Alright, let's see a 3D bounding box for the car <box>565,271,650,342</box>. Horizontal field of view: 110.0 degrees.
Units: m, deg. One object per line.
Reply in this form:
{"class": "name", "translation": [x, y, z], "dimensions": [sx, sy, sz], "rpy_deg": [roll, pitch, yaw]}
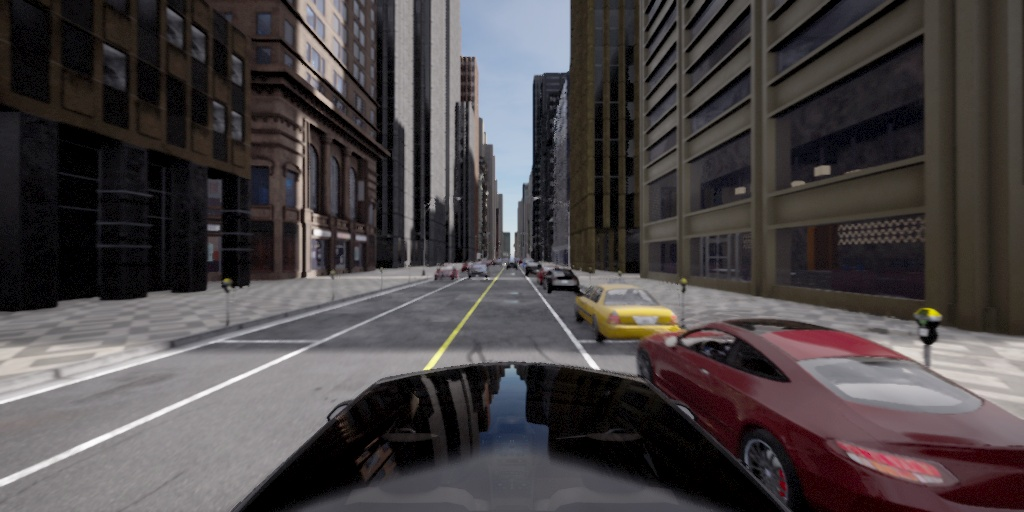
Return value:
{"class": "car", "translation": [2.763, 1.303, 9.726], "dimensions": [1.751, 1.417, 4.829], "rpy_deg": [0, 0, 0]}

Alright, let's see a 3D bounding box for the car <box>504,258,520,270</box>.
{"class": "car", "translation": [-0.001, 1.476, 57.977], "dimensions": [1.837, 1.490, 4.892], "rpy_deg": [0, 0, 0]}

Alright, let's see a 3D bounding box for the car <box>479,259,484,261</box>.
{"class": "car", "translation": [-5.764, 1.523, 54.489], "dimensions": [1.948, 1.339, 4.313], "rpy_deg": [0, 0, 0]}

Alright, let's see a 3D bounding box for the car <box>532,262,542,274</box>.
{"class": "car", "translation": [2.762, 1.389, 26.413], "dimensions": [1.888, 1.381, 4.507], "rpy_deg": [0, 0, 0]}

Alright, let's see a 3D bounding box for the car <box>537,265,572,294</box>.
{"class": "car", "translation": [2.762, 1.388, 20.794], "dimensions": [1.948, 1.339, 4.313], "rpy_deg": [0, 0, 0]}

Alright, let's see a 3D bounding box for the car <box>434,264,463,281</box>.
{"class": "car", "translation": [-5.763, 1.449, 32.016], "dimensions": [1.802, 1.307, 4.207], "rpy_deg": [0, 0, 0]}

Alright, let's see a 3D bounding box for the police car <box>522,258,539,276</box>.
{"class": "police car", "translation": [2.365, 1.320, 39.204], "dimensions": [1.930, 1.638, 5.238], "rpy_deg": [0, 0, 0]}

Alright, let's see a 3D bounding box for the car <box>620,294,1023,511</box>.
{"class": "car", "translation": [2.763, 1.340, 3.938], "dimensions": [1.802, 1.307, 4.207], "rpy_deg": [0, 0, 0]}

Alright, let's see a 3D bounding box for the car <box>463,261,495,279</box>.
{"class": "car", "translation": [-3.097, 1.425, 34.633], "dimensions": [2.033, 1.411, 5.357], "rpy_deg": [0, 0, 0]}
